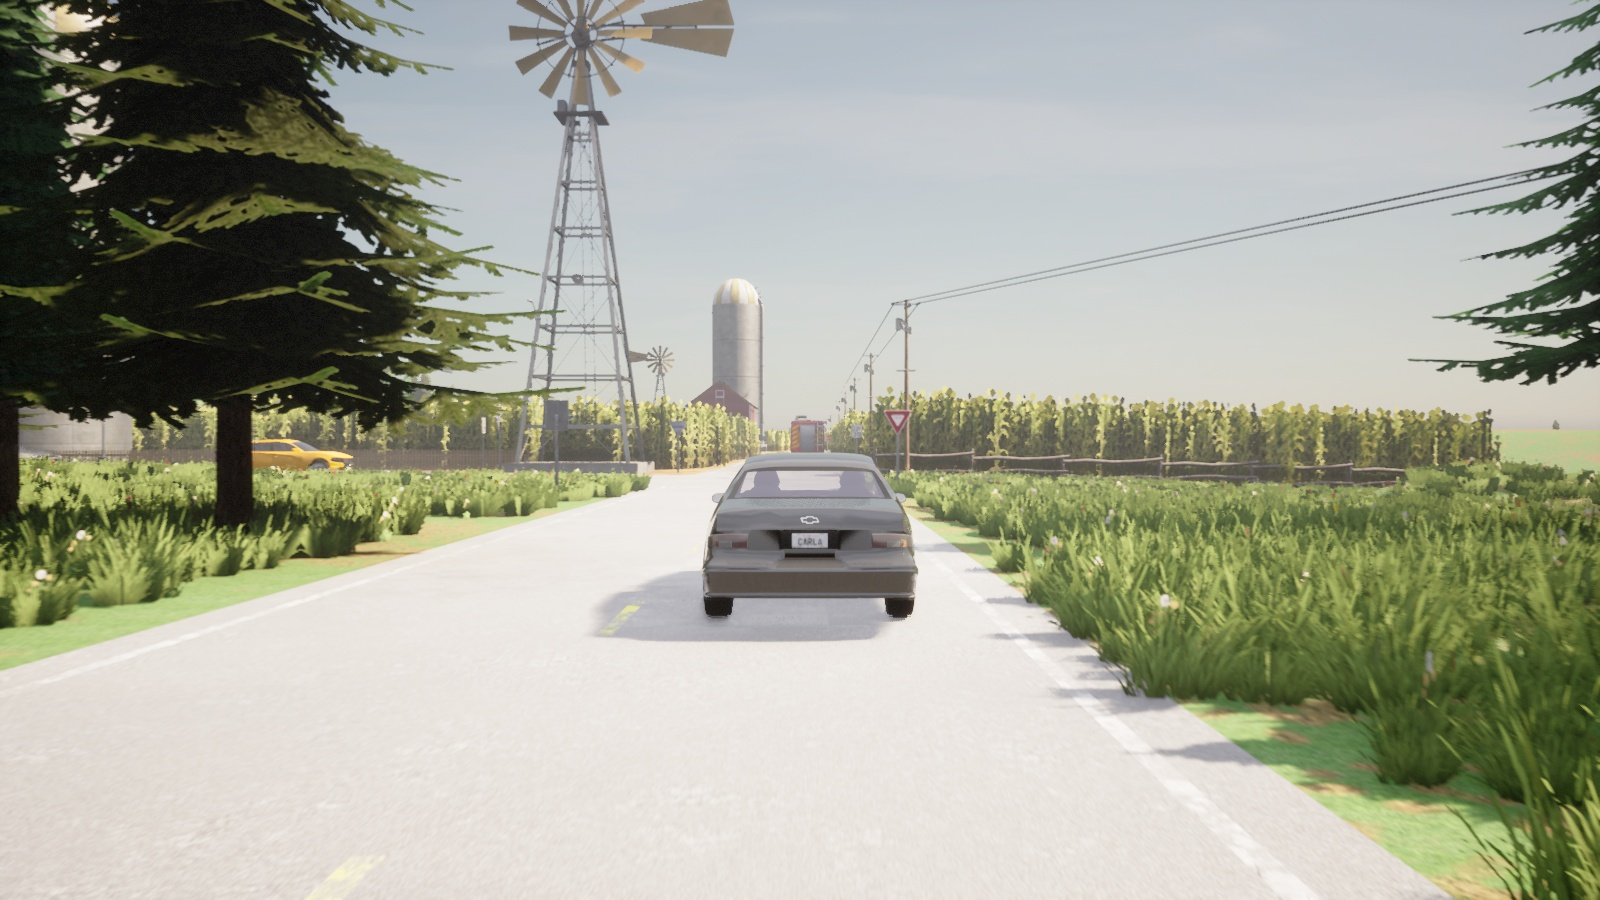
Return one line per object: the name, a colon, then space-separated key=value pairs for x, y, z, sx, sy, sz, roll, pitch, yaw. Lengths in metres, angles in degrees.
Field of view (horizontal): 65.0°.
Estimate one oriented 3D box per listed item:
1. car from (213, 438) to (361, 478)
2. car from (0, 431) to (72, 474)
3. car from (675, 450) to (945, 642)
car: x=-19.966 y=0.292 z=49.023 sx=5.008 sy=1.535 sz=1.882 roll=0 pitch=0 yaw=1
car: x=-31.658 y=0.082 z=49.200 sx=5.027 sy=1.651 sz=2.152 roll=0 pitch=0 yaw=1
car: x=0.086 y=0.726 z=12.141 sx=2.033 sy=1.411 sz=5.357 roll=0 pitch=0 yaw=0
